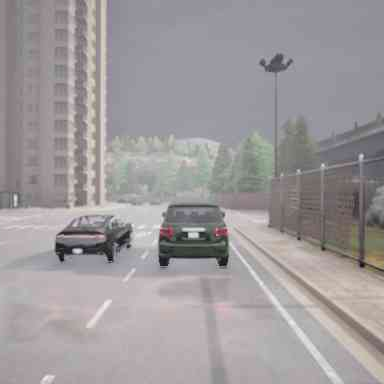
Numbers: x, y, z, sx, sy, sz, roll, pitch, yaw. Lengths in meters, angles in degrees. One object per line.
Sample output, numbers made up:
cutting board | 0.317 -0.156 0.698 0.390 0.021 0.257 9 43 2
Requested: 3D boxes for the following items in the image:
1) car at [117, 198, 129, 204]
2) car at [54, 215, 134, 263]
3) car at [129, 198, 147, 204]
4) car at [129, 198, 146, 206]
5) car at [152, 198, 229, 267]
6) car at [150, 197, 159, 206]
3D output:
car | -16.097 2.150 79.897 2.033 1.411 5.357 0 -1 -37
car | -3.432 1.588 12.456 2.128 1.511 4.902 0 0 0
car | -13.275 2.168 81.977 2.033 1.411 5.357 0 -1 -37
car | -10.620 2.004 65.419 1.837 1.490 4.892 0 0 -3
car | 0.063 1.315 11.971 2.150 2.045 5.566 0 0 0
car | -7.276 1.871 67.265 2.097 1.767 4.553 0 -1 -4
